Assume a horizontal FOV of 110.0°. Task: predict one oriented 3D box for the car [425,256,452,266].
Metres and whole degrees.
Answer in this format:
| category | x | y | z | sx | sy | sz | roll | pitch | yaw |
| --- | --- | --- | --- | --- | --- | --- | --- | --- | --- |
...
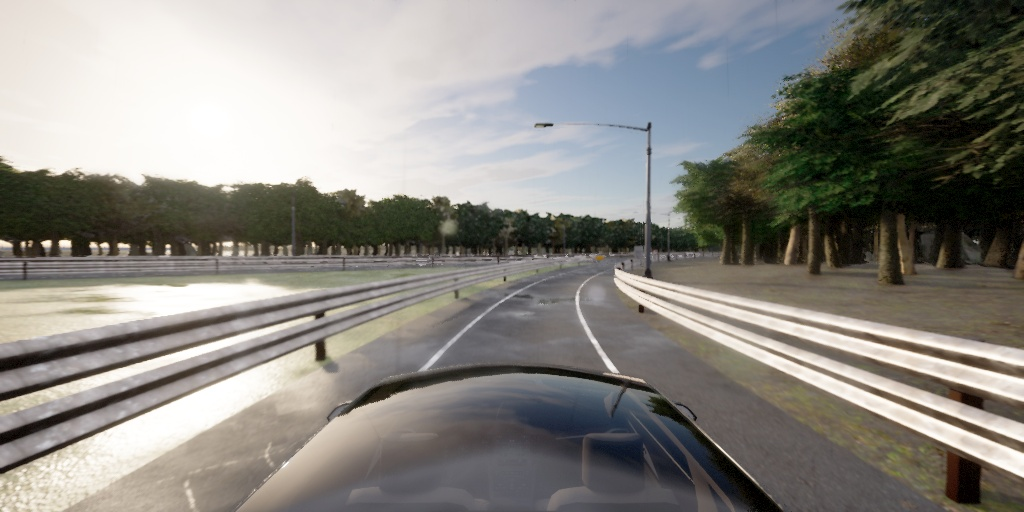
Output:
| category | x | y | z | sx | sy | sz | roll | pitch | yaw |
| --- | --- | --- | --- | --- | --- | --- | --- | --- | --- |
| car | -10.989 | 0.648 | 52.191 | 4.674 | 1.442 | 1.812 | -1 | 2 | -40 |
